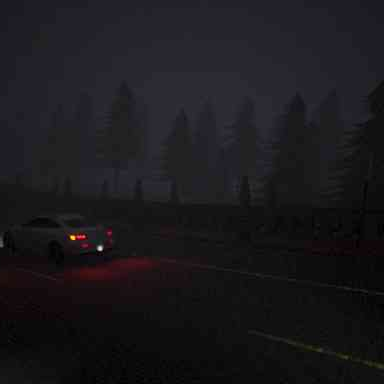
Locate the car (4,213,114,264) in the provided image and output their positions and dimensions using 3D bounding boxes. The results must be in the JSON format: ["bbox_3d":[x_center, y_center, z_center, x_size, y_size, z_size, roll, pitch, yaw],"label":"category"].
[{"bbox_3d":[-4.727,1.465,11.661,4.674,1.442,1.812,1,1,35],"label":"car"}]
